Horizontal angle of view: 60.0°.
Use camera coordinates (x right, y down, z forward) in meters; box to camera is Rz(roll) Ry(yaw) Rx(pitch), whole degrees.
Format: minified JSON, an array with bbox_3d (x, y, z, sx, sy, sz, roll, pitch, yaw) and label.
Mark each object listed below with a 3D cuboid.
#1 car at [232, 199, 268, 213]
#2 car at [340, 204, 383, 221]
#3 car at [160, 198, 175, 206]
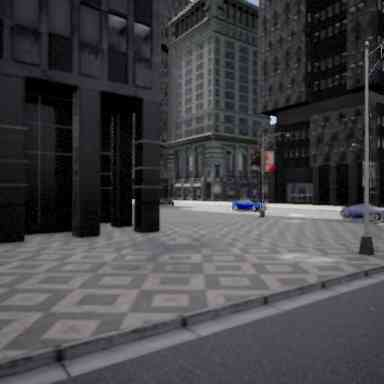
[{"bbox_3d":[6.993,1.629,40.632,1.882,1.535,5.008,0,0,-35],"label":"car"},{"bbox_3d":[15.198,1.720,29.052,1.994,1.385,4.181,0,0,-35],"label":"car"},{"bbox_3d":[-4.676,1.730,57.256,1.994,1.385,4.181,0,0,-35],"label":"car"}]
